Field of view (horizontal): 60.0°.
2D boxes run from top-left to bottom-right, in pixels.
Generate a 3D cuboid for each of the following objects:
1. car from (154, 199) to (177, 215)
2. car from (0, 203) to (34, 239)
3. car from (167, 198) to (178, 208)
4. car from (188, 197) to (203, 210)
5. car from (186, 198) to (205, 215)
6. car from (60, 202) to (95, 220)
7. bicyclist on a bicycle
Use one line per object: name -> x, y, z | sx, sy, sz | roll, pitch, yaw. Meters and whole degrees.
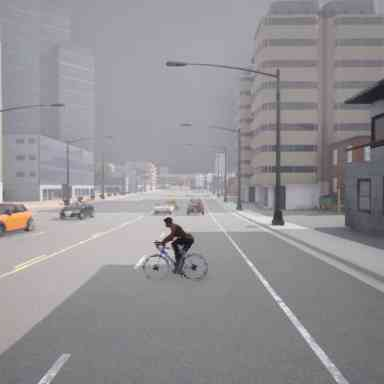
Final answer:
car -> -3.084, 1.819, 37.532 | 1.895, 1.301, 4.718 | 0, 0, 1
car -> -10.440, 1.433, 17.815 | 2.097, 1.767, 4.553 | 0, 0, 1
car -> -3.015, 1.613, 47.646 | 1.882, 1.535, 5.008 | 0, 1, 1
car -> 0.494, 1.620, 48.151 | 2.128, 1.511, 4.902 | 0, 1, 1
car -> 0.416, 1.744, 37.073 | 1.812, 1.442, 4.674 | 0, 0, 1
car -> -10.293, 1.688, 30.092 | 2.128, 1.511, 4.902 | 0, -1, 1
bicyclist on a bicycle -> -0.434, 1.462, 8.458 | 1.656, 1.620, 0.582 | -1, 0, 1
